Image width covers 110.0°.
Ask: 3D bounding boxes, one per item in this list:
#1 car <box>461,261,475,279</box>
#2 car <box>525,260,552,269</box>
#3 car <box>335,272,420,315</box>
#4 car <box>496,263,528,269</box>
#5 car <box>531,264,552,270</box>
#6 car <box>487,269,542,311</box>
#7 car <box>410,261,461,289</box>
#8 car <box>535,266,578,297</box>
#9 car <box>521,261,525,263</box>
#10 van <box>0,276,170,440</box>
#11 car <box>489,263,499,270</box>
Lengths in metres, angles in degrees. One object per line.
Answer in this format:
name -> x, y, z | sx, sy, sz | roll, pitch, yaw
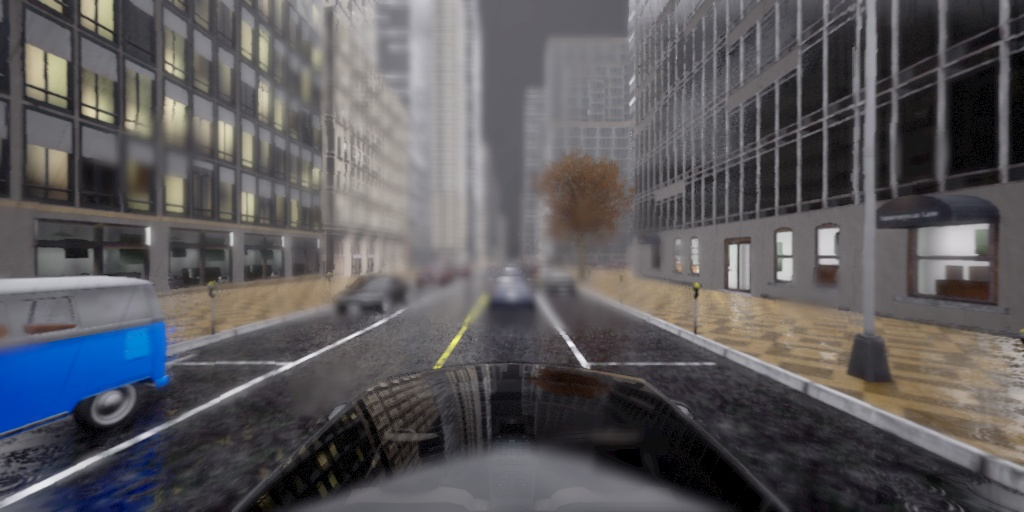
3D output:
car -> -5.310, 1.407, 36.875 | 2.192, 1.841, 5.009 | 0, 0, 0
car -> 2.570, 1.352, 31.258 | 2.192, 1.841, 5.009 | 0, 0, 0
car -> -5.314, 1.439, 14.281 | 1.948, 1.339, 4.313 | 0, 0, 0
car -> 0.011, 1.567, 29.372 | 2.033, 1.411, 5.357 | 0, -1, 0
car -> 2.569, 1.508, 25.779 | 1.751, 1.417, 4.829 | 0, 0, 0
car -> 0.019, 1.448, 15.352 | 1.994, 1.385, 4.181 | 0, 0, 0
car -> -5.312, 1.297, 25.579 | 2.192, 1.841, 5.009 | 0, 0, 0
car -> 2.568, 1.478, 19.961 | 2.007, 1.370, 4.403 | 0, 0, 0
car -> 2.573, 1.767, 48.203 | 1.948, 1.339, 4.313 | 0, 0, 0
van -> -5.316, 1.104, 2.985 | 1.690, 1.789, 3.998 | 0, 0, 0
car -> -2.765, 1.832, 59.015 | 1.812, 1.442, 4.674 | 0, -1, 1
